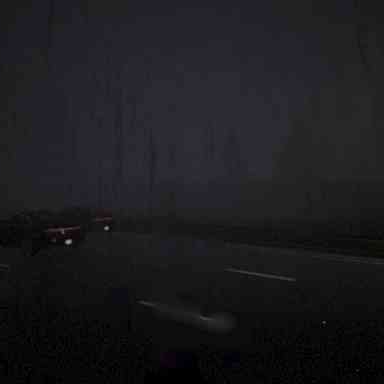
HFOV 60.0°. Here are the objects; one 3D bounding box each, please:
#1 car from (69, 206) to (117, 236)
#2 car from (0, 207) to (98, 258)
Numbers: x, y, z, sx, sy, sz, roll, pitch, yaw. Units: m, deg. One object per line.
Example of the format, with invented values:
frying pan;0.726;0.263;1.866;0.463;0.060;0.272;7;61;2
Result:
car;-5.923;1.458;16.811;4.902;1.511;2.128;0;0;36
car;-6.139;1.464;12.659;4.902;1.511;2.128;0;0;36
